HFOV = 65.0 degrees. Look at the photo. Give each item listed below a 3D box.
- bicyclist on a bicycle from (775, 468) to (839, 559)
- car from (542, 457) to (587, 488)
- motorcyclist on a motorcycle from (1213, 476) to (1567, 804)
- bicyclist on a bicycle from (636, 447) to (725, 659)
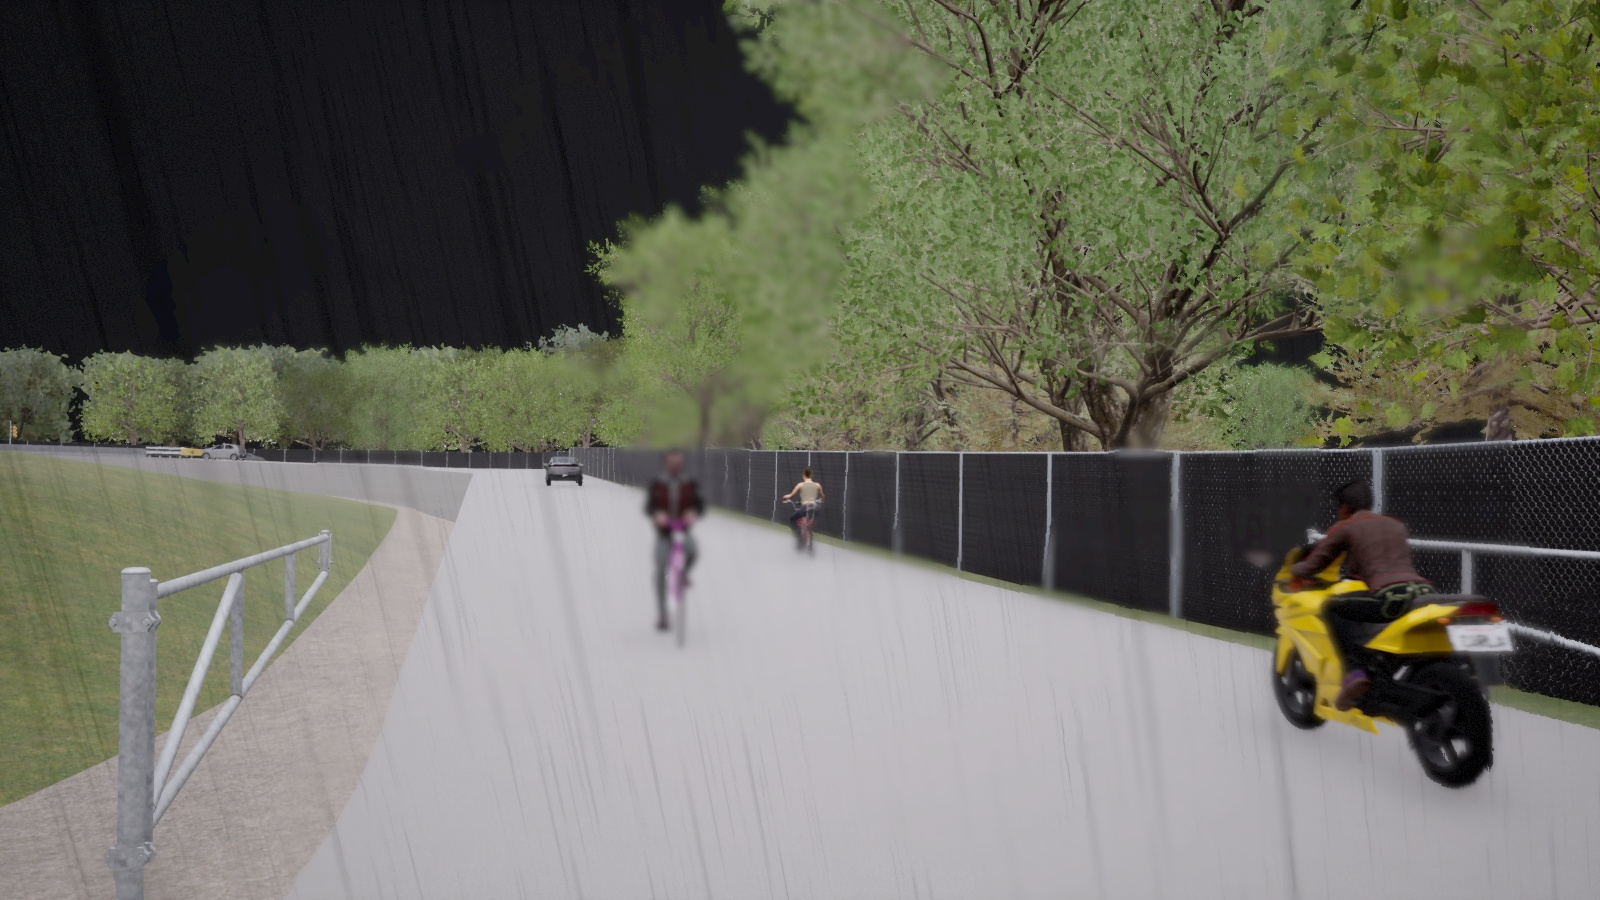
[{"bbox_3d":[0.111,1.126,22.873,0.866,1.612,1.509,0,-1,-12],"label":"bicyclist on a bicycle"},{"bbox_3d":[-12.320,1.133,65.483,2.128,1.511,4.902,0,0,-12],"label":"car"},{"bbox_3d":[3.120,0.910,6.934,0.797,1.523,2.044,0,-1,-7],"label":"motorcyclist on a motorcycle"},{"bbox_3d":[-1.128,0.884,11.510,0.659,1.776,1.843,0,-1,-10],"label":"bicyclist on a bicycle"}]
